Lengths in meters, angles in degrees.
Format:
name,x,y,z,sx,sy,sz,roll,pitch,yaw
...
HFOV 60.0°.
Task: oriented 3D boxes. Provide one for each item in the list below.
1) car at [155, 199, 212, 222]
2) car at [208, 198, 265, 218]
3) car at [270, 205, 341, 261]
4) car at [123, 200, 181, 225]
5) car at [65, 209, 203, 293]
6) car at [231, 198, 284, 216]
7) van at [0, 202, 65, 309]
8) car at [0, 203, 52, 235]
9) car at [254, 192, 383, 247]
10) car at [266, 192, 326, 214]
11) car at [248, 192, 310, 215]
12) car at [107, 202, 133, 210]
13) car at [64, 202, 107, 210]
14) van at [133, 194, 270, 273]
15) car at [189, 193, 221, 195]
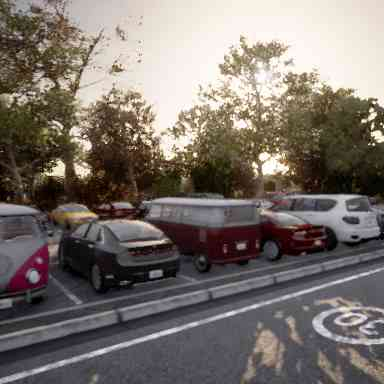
name,x,y,z,sx,sy,sz,roll,pitch,yaw
car,-0.774,1.382,25.998,2.163,1.488,4.792,-1,0,-36
car,3.777,1.315,29.208,2.097,1.535,5.008,0,0,-36
car,2.413,1.395,12.157,2.097,1.535,5.008,-1,0,-36
car,-3.006,1.404,24.331,2.163,1.488,4.792,-1,0,-36
car,-2.149,1.440,8.898,2.231,1.521,4.892,-1,0,-36
car,5.940,1.339,30.758,2.002,1.452,4.674,0,0,-36
van,-4.368,1.235,7.178,1.878,1.987,4.442,-1,0,-36
car,-9.821,1.479,19.496,2.002,1.452,4.674,-1,0,-36
car,4.673,1.122,13.814,2.435,2.045,5.566,-1,0,-36
car,10.485,1.020,33.974,2.435,2.045,5.566,0,0,-36
car,8.320,1.033,32.426,2.435,2.045,5.566,0,0,-36
car,-5.286,1.396,22.731,2.097,1.535,5.008,-1,0,-36
car,-7.449,1.415,20.965,1.946,1.575,5.366,-1,0,-36
van,0.060,1.191,10.625,1.878,1.987,4.442,-1,0,-36
car,1.521,1.081,27.569,2.435,2.045,5.566,-1,0,-36
